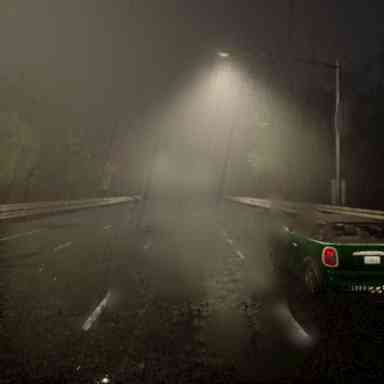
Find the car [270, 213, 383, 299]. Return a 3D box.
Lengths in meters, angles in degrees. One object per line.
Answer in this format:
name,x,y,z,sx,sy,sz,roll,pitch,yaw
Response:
car,3.481,1.333,8.568,2.097,1.767,4.553,0,0,0
